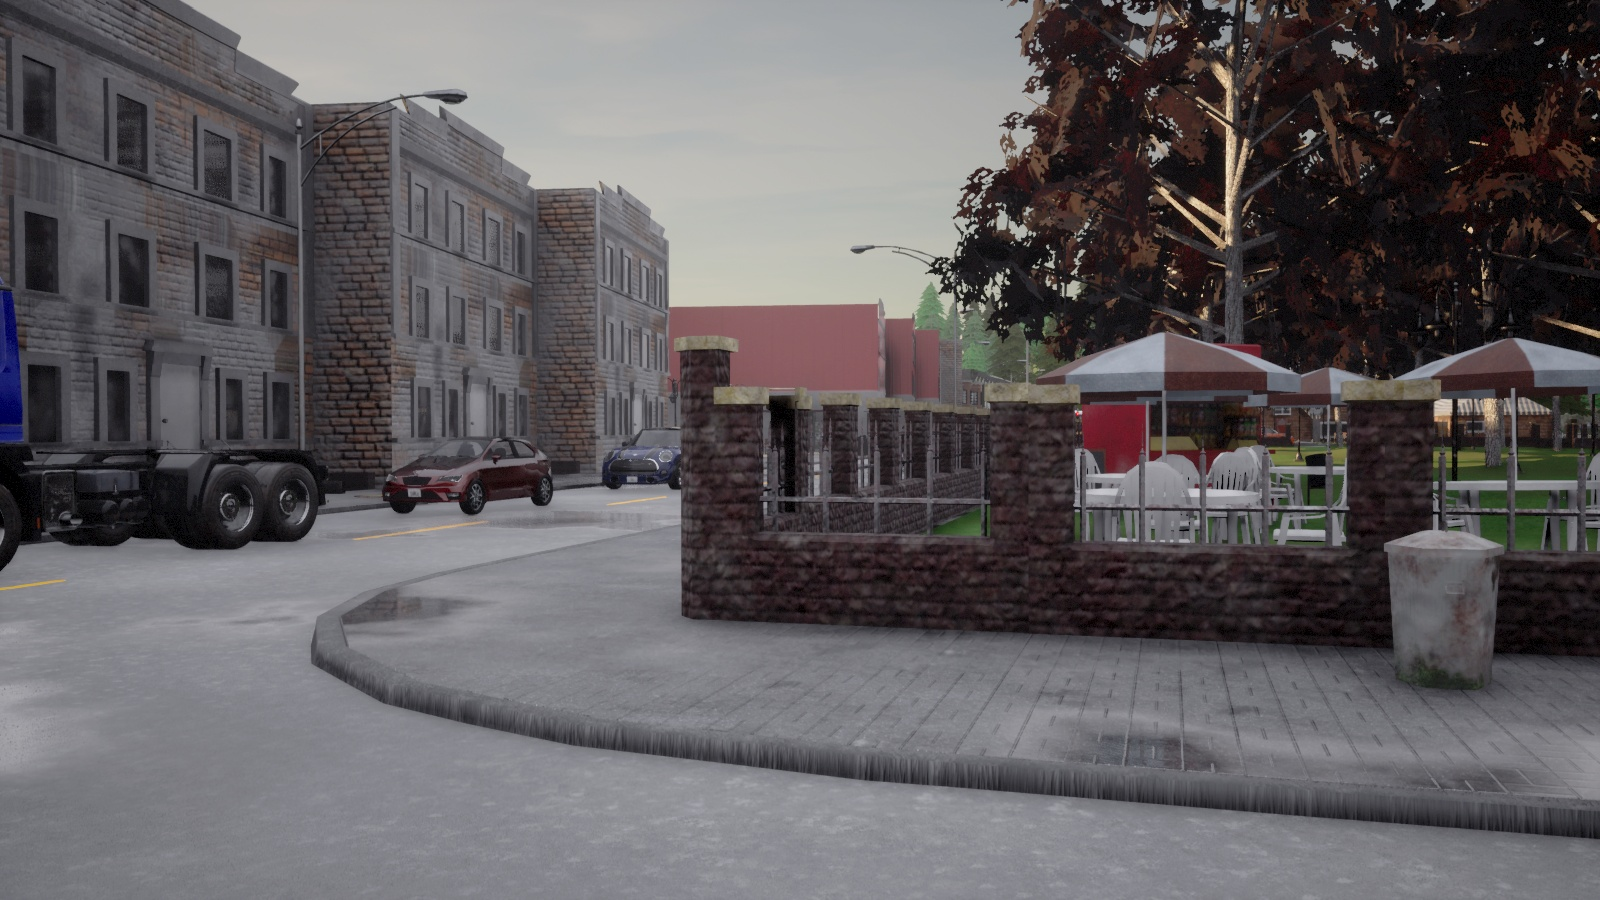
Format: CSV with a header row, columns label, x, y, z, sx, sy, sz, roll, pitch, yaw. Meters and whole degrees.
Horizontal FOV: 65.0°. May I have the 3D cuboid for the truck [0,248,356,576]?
label,x,y,z,sx,sy,sz,roll,pitch,yaw
truck,-9.261,-0.441,15.699,2.891,3.462,7.936,0,1,16

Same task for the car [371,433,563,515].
label,x,y,z,sx,sy,sz,roll,pitch,yaw
car,-6.526,0.413,25.123,1.816,1.474,4.193,0,1,16

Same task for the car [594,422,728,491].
label,x,y,z,sx,sy,sz,roll,pitch,yaw
car,-3.740,0.116,34.691,2.097,1.767,4.553,0,1,16
